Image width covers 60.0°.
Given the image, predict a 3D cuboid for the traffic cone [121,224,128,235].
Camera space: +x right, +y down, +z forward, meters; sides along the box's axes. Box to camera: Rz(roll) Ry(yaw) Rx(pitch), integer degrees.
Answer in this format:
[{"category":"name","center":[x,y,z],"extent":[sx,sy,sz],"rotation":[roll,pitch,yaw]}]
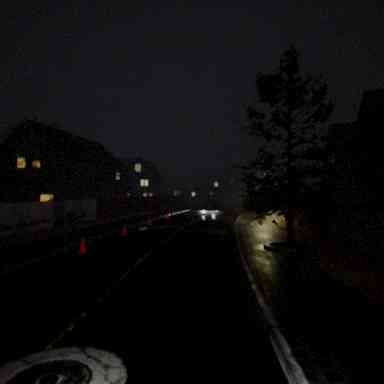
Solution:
[{"category":"traffic cone","center":[-3.538,1.950,17.403],"extent":[0.340,0.580,0.340],"rotation":[0,0,7]}]

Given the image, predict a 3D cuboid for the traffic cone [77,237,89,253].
[{"category":"traffic cone","center":[-4.057,1.953,12.351],"extent":[0.340,0.580,0.340],"rotation":[0,0,5]}]

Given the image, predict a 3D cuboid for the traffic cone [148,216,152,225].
[{"category":"traffic cone","center":[-2.858,1.944,22.436],"extent":[0.340,0.580,0.340],"rotation":[0,0,9]}]

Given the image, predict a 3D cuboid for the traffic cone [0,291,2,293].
[{"category":"traffic cone","center":[-4.412,1.952,7.284],"extent":[0.340,0.580,0.340],"rotation":[0,0,3]}]

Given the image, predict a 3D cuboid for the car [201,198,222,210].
[{"category":"car","center":[2.521,1.507,41.974],"extent":[1.994,1.385,4.181],"rotation":[0,0,16]}]
